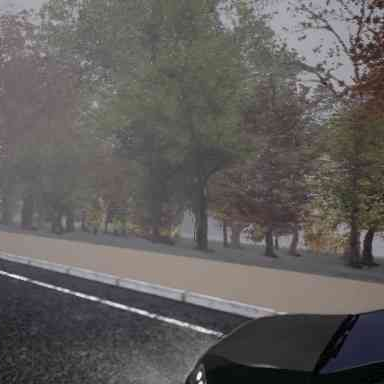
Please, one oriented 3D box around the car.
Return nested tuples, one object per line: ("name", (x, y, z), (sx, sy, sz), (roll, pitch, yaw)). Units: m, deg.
("car", (1.933, 1.563, 2.306), (4.181, 1.385, 1.994), (0, 0, 35))
